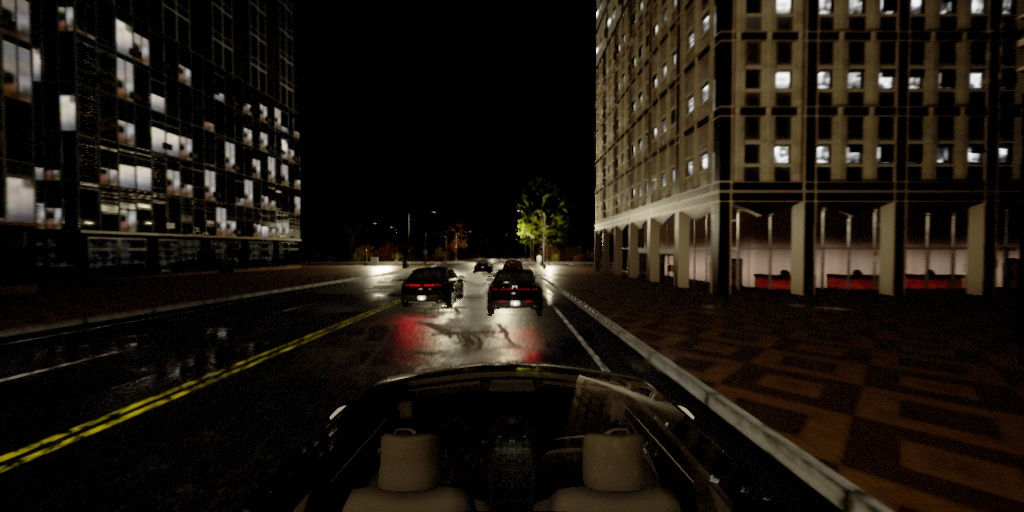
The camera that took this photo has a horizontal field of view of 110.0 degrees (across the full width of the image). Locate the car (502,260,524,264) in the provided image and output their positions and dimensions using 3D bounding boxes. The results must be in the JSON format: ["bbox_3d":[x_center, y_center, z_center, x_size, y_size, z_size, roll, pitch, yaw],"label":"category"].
[{"bbox_3d":[0.092,1.095,34.457,1.882,1.535,5.008,0,0,0],"label":"car"}]

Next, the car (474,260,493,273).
[{"bbox_3d":[-3.159,1.153,40.349,1.994,1.385,4.181,0,0,0],"label":"car"}]

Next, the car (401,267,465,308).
[{"bbox_3d":[-3.152,1.204,14.915,1.837,1.490,4.892,0,0,0],"label":"car"}]

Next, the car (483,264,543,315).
[{"bbox_3d":[0.098,1.209,13.359,1.837,1.490,4.892,0,0,0],"label":"car"}]
